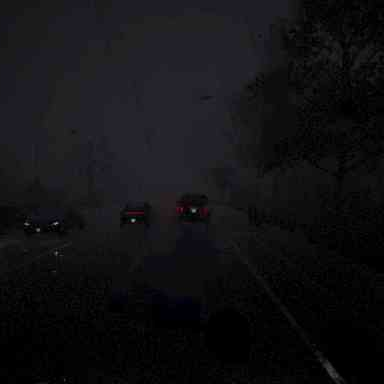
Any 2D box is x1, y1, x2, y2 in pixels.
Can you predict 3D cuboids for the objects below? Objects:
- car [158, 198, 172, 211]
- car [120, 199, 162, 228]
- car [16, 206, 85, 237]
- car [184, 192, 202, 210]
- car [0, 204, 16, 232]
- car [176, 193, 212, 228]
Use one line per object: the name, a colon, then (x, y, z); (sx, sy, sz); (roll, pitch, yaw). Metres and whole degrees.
car: (-3.389, 1.418, 38.666); (2.033, 1.411, 5.357); (0, 0, 0)
car: (-3.394, 1.426, 21.645); (2.128, 1.511, 4.902); (0, 0, 0)
car: (-7.094, 1.475, 17.682); (1.812, 1.442, 4.674); (0, 0, 0)
car: (0.111, 1.085, 41.162); (2.150, 2.045, 5.566); (0, 0, 0)
car: (-10.594, 1.428, 17.568); (1.882, 1.535, 5.008); (0, 0, 0)
car: (0.105, 1.156, 21.797); (2.150, 2.045, 5.566); (0, 0, 0)
